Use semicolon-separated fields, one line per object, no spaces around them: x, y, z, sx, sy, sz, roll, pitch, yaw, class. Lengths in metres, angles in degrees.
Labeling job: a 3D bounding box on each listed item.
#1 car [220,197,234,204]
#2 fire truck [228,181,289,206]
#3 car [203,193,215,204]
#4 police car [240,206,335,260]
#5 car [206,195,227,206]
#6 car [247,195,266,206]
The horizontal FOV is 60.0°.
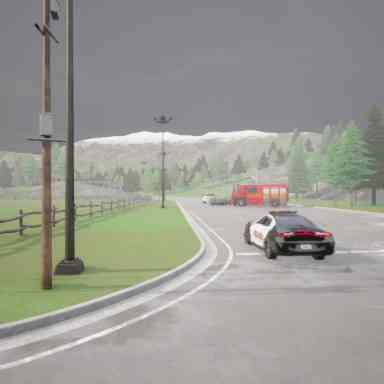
6.836;1.601;65.039;1.895;1.301;4.718;0;0;-4;car
10.366;0.349;50.921;8.468;3.827;2.891;0;0;21;fire truck
3.344;1.221;64.805;2.150;2.045;5.566;0;0;-4;car
3.346;1.509;12.627;2.038;1.542;4.974;0;0;-4;police car
4.012;1.564;54.740;1.994;1.385;4.181;0;0;-4;car
10.905;1.352;56.702;2.097;1.767;4.553;0;0;-4;car
